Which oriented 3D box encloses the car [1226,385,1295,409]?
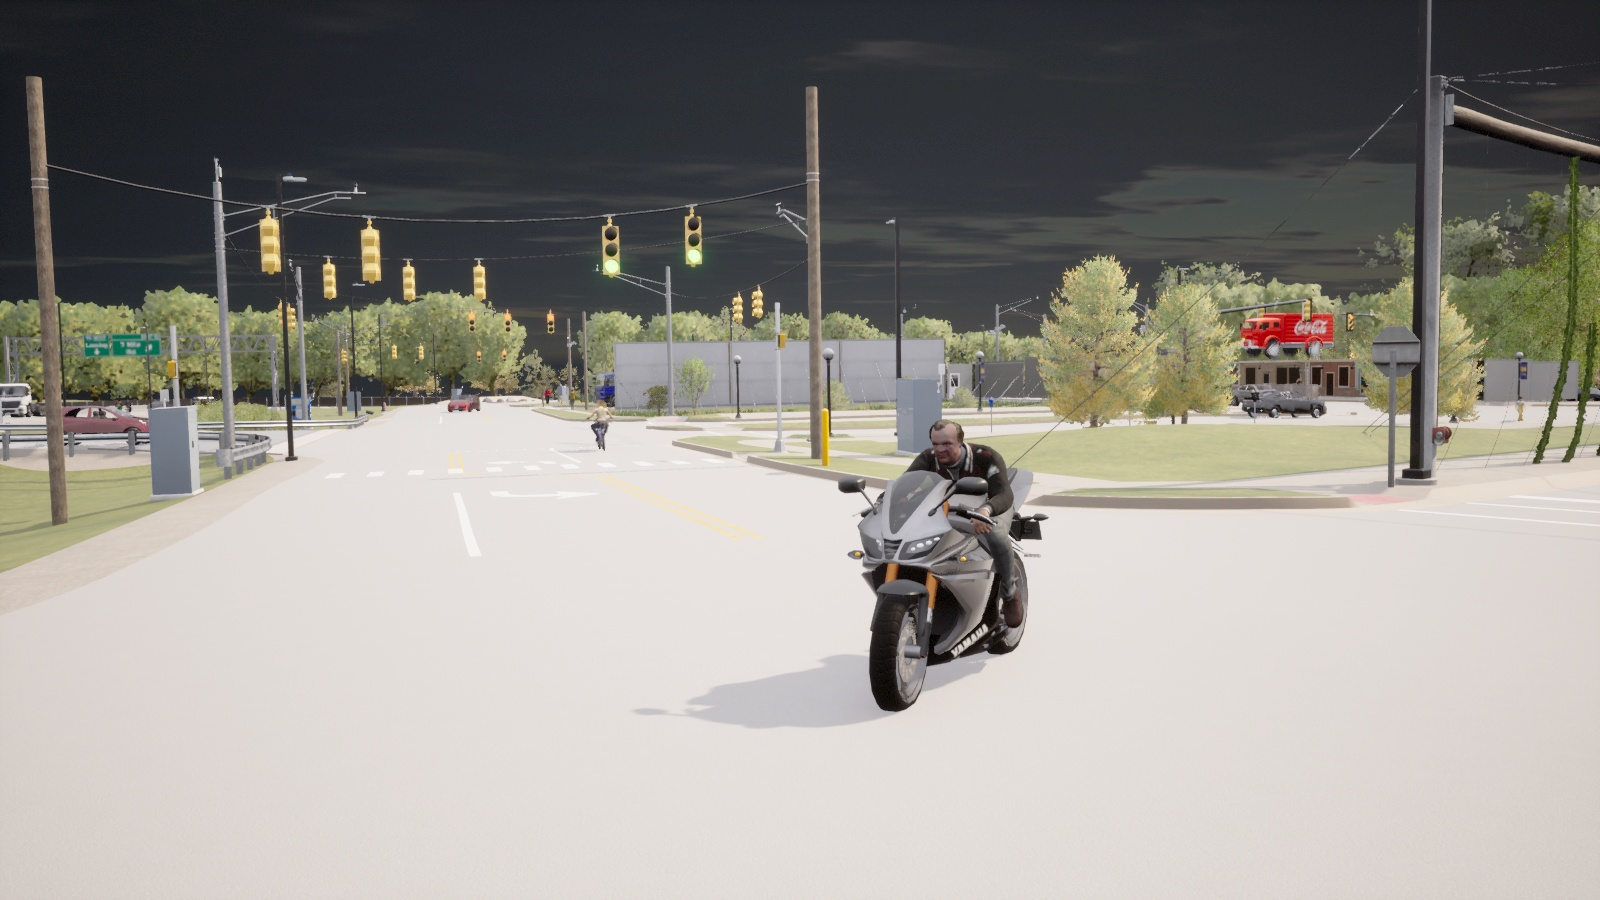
[{"bbox_3d":[33.300,-3.853,91.040,2.152,1.651,5.027,-2,4,-15],"label":"car"}]

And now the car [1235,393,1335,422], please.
[{"bbox_3d":[26.524,-2.332,68.688,4.902,1.511,2.128,-1,3,-20],"label":"car"}]

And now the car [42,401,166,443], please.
[{"bbox_3d":[-26.090,-1.087,47.177,3.633,1.501,1.845,-1,3,-11],"label":"car"}]

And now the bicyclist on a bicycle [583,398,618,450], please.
[{"bbox_3d":[-6.344,-0.838,39.923,0.866,1.612,1.509,-2,3,-17],"label":"bicyclist on a bicycle"}]

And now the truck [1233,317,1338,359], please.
[{"bbox_3d":[28.990,-6.727,75.118,5.204,2.467,2.627,-1,6,-15],"label":"truck"}]

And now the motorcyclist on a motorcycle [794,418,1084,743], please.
[{"bbox_3d":[0.893,0.607,7.232,0.866,1.530,2.191,0,3,29],"label":"motorcyclist on a motorcycle"}]
